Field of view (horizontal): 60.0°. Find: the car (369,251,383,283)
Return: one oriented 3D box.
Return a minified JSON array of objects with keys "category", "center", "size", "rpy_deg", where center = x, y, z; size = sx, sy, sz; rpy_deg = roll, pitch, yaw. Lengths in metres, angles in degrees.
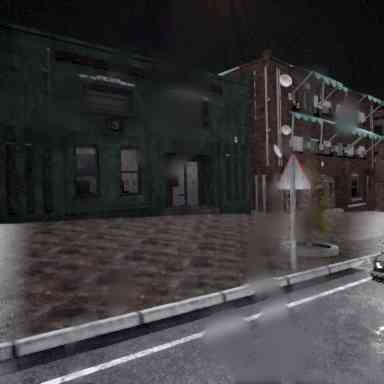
[{"category":"car","center":[6.623,1.580,8.561],"size":[5.357,1.411,2.033],"rpy_deg":[1,-1,-39]}]
